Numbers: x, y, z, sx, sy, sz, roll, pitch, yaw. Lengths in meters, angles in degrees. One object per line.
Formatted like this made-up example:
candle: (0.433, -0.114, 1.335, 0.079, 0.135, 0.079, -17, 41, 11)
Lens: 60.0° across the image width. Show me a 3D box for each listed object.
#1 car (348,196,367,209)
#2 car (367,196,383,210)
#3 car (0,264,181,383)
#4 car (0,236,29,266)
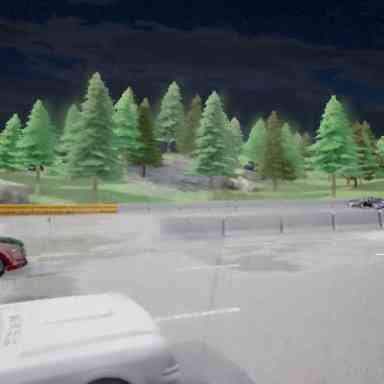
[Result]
car: (21.247, 1.257, 40.311, 4.902, 1.511, 2.128, -1, 0, -17)
car: (22.300, 1.290, 36.977, 4.674, 1.442, 1.812, -1, 0, -17)
car: (-2.530, 1.593, 2.976, 4.718, 1.301, 1.895, 0, 0, -25)
car: (-6.612, 1.544, 8.723, 4.181, 1.385, 1.994, 0, 0, -26)
